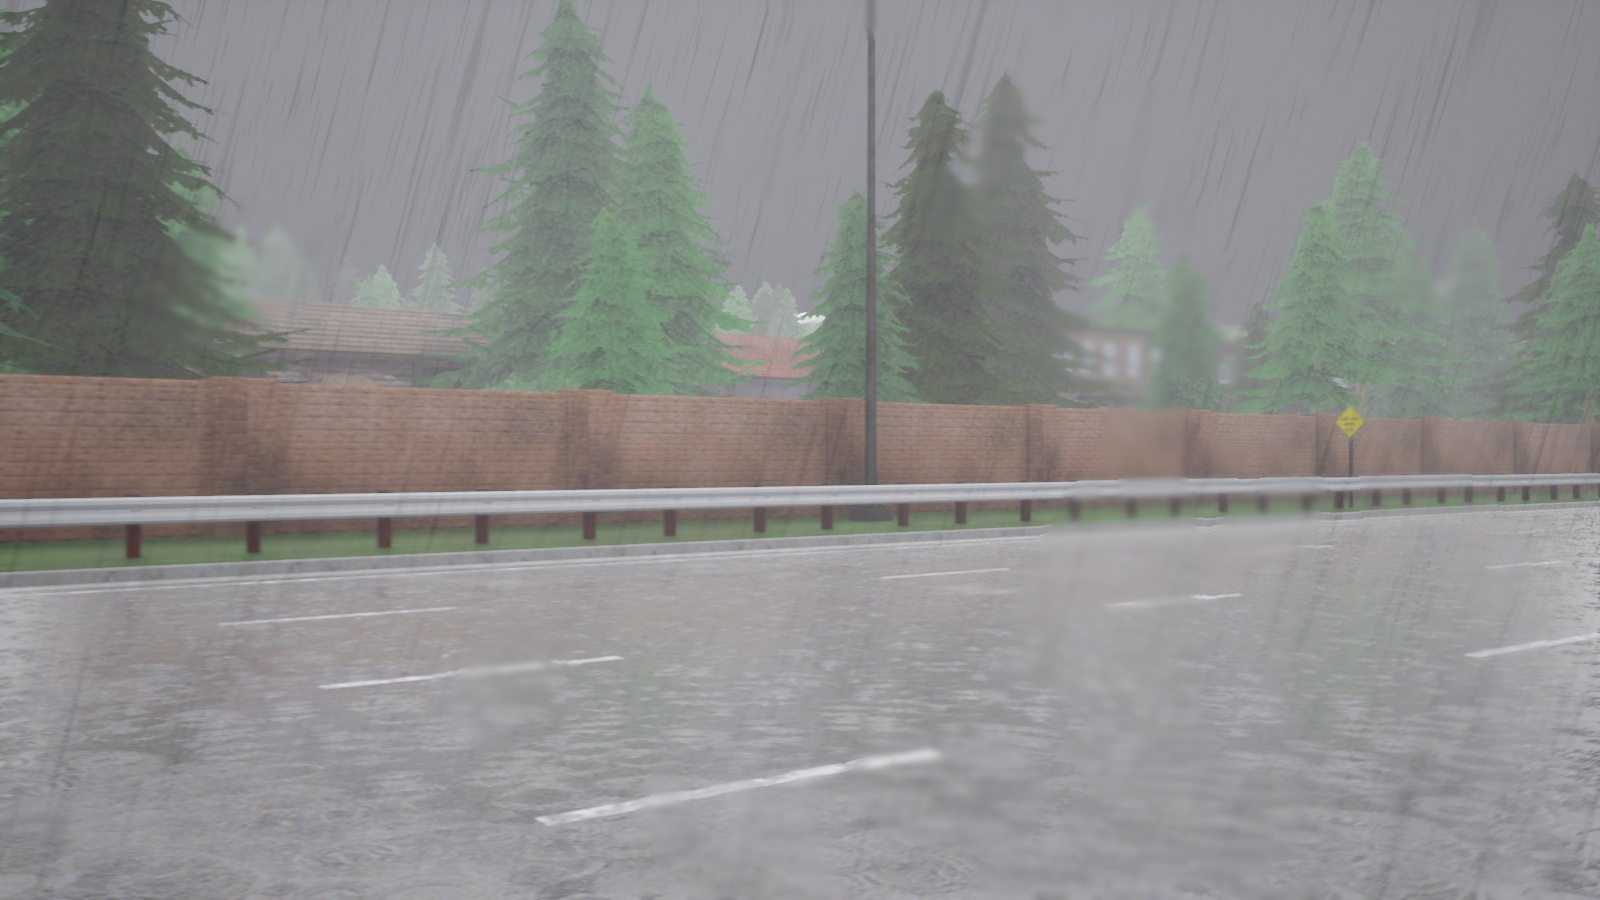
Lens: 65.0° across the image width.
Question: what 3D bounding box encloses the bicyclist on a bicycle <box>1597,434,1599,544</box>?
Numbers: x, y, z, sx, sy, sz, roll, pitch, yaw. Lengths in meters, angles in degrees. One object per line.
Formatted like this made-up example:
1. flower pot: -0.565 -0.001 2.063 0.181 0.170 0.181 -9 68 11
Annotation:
1. bicyclist on a bicycle: 13.669 0.637 20.799 0.659 1.776 1.843 1 1 36
